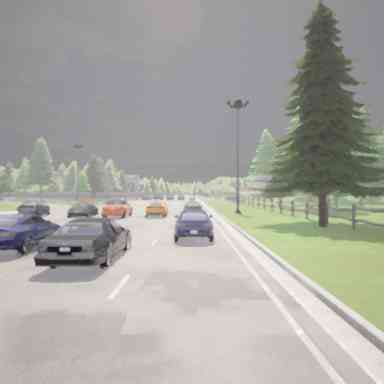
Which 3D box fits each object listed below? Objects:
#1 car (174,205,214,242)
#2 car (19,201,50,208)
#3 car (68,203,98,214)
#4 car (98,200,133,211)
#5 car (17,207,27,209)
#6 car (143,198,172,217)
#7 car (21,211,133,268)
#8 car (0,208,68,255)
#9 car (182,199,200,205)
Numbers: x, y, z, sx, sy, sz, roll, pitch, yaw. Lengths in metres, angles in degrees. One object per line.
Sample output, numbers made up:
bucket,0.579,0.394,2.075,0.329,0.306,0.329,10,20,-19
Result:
car,0.090,1.602,16.838,1.812,1.442,4.674,0,0,0
car,-14.801,1.632,31.302,2.128,1.511,4.902,0,0,-8
car,-10.393,1.708,32.045,1.994,1.385,4.181,0,0,0
car,-6.894,1.492,31.088,2.097,1.767,4.553,0,0,0
car,-10.398,1.639,16.583,1.994,1.385,4.181,0,0,0
car,-3.391,1.626,32.916,1.882,1.535,5.008,0,0,0
car,-3.402,1.599,11.409,2.033,1.411,5.357,0,0,0
car,-6.904,1.587,13.426,1.812,1.442,4.674,0,0,0
car,0.095,1.671,32.372,1.812,1.442,4.674,0,0,0
